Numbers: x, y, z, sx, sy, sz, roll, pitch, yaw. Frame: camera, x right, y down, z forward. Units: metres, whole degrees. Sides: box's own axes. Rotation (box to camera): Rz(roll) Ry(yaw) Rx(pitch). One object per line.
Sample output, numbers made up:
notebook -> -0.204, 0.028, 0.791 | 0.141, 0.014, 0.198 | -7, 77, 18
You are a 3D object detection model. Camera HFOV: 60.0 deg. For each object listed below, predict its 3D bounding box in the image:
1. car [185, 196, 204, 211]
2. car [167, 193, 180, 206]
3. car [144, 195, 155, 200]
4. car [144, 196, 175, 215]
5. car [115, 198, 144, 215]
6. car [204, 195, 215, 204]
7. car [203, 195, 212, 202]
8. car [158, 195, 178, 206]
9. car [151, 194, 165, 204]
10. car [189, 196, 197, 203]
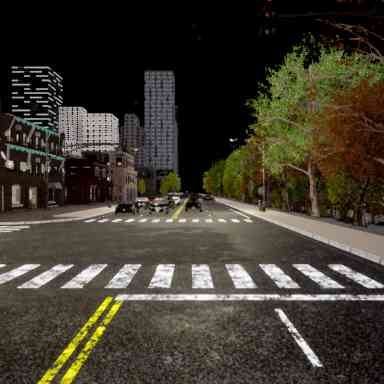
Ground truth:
car -> 0.179, 1.494, 39.609 | 1.837, 1.490, 4.892 | 0, 1, 0
car -> -3.206, 1.202, 55.229 | 2.150, 2.045, 5.566 | 0, 0, 1
car -> -6.504, 1.477, 42.832 | 2.128, 1.511, 4.902 | 0, 0, 0
car -> -3.272, 1.481, 34.262 | 2.128, 1.511, 4.902 | 0, 0, 0
car -> -6.524, 1.553, 33.955 | 1.994, 1.385, 4.181 | 0, 0, 0
car -> 3.480, 1.468, 64.015 | 2.128, 1.511, 4.902 | 0, 0, 0
car -> 3.399, 1.448, 74.284 | 1.882, 1.535, 5.008 | 0, 0, 0
car -> -3.244, 1.490, 44.504 | 1.837, 1.490, 4.892 | 0, 0, 0
car -> -6.425, 1.329, 62.643 | 2.097, 1.767, 4.553 | 0, 0, 1
car -> 0.217, 1.498, 70.619 | 1.812, 1.442, 4.674 | 0, 0, 0
